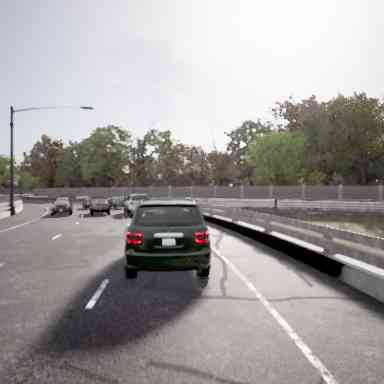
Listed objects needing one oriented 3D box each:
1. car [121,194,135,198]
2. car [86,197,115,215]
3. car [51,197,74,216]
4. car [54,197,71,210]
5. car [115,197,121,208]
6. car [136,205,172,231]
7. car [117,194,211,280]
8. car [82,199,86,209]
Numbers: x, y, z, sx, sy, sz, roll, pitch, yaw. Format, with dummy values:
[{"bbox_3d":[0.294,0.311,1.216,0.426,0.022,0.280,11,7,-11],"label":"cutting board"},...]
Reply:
[{"bbox_3d":[-5.513,1.198,33.171,2.150,2.045,5.566,0,0,-17],"label":"car"},{"bbox_3d":[-9.325,1.467,33.561,2.128,1.511,4.902,0,0,-18],"label":"car"},{"bbox_3d":[-12.704,1.504,32.682,1.812,1.442,4.674,0,0,-18],"label":"car"},{"bbox_3d":[-16.830,1.477,43.078,1.837,1.490,4.892,0,0,-24],"label":"car"},{"bbox_3d":[-9.924,1.458,44.737,2.128,1.511,4.902,0,0,-23],"label":"car"},{"bbox_3d":[-2.610,1.583,21.798,1.895,1.301,4.718,0,0,-11],"label":"car"},{"bbox_3d":[-0.779,1.213,10.157,2.150,2.045,5.566,0,0,-6],"label":"car"},{"bbox_3d":[-13.403,1.570,44.000,1.895,1.301,4.718,0,0,-23],"label":"car"}]
